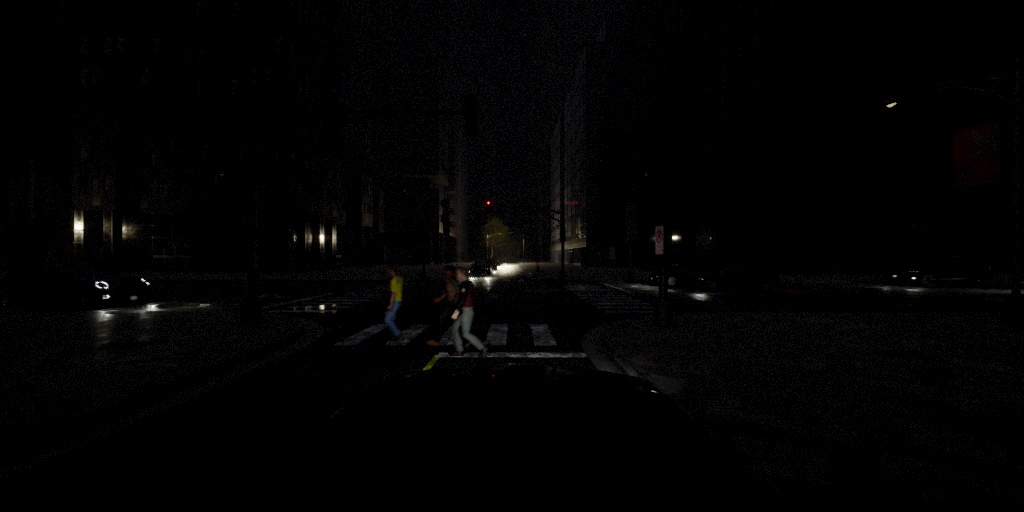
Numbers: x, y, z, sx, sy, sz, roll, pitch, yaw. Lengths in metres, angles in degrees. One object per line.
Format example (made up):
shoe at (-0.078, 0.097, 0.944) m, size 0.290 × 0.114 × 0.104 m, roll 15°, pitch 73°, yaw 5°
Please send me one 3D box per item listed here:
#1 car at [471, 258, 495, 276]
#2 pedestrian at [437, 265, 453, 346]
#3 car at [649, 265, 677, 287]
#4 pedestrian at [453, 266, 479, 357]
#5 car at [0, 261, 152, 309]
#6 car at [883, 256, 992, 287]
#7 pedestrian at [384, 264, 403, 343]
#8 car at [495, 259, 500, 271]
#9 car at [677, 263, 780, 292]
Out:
car at (-3.113, 1.226, 37.539) m, size 1.882 × 1.535 × 5.008 m, roll 0°, pitch 0°, yaw 1°
pedestrian at (-1.323, 1.043, 7.679) m, size 0.375 × 1.860 × 0.375 m, roll 0°, pitch 0°, yaw 0°
car at (11.845, 1.257, 24.226) m, size 4.892 × 1.490 × 1.837 m, roll 0°, pitch 0°, yaw -1°
pedestrian at (-0.896, 1.043, 7.044) m, size 0.375 × 1.860 × 0.375 m, roll 0°, pitch 0°, yaw 0°
car at (-17.391, 1.096, 14.368) m, size 4.553 × 1.767 × 2.097 m, roll 0°, pitch 0°, yaw 0°
car at (28.573, 0.995, 24.152) m, size 5.566 × 2.045 × 2.150 m, roll 0°, pitch 0°, yaw 0°
pedestrian at (-2.664, 1.043, 8.282) m, size 0.375 × 1.860 × 0.375 m, roll 0°, pitch 0°, yaw 0°
car at (-3.132, 1.099, 49.928) m, size 2.097 × 1.767 × 4.553 m, roll 0°, pitch 0°, yaw 0°
car at (12.763, 1.237, 20.961) m, size 5.008 × 1.535 × 1.882 m, roll 0°, pitch 0°, yaw 0°
